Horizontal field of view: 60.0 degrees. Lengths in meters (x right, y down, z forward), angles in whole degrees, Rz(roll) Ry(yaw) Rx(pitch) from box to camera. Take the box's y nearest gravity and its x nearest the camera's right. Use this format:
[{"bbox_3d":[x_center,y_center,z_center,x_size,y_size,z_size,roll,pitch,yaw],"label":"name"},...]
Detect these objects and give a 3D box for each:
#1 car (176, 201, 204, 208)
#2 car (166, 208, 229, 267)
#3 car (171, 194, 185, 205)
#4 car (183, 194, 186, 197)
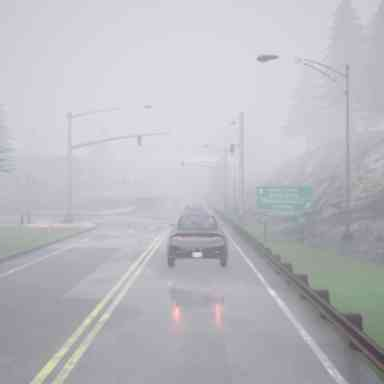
[{"bbox_3d":[0.069,1.648,25.878,1.994,1.385,4.181,0,0,-6],"label":"car"},{"bbox_3d":[0.185,1.529,11.582,2.128,1.511,4.902,0,0,1],"label":"car"},{"bbox_3d":[-2.871,1.676,62.875,1.882,1.535,5.008,0,0,1],"label":"car"},{"bbox_3d":[-2.681,1.473,78.316,2.150,2.045,5.566,0,0,1],"label":"car"}]
